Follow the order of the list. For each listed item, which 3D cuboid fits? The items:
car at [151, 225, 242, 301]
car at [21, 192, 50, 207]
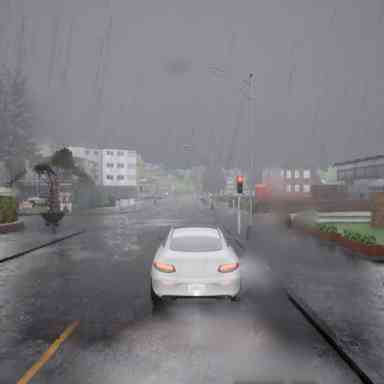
[{"bbox_3d":[0.082,1.526,8.170,1.812,1.442,4.674,0,0,0],"label":"car"},{"bbox_3d":[-19.838,0.986,42.815,1.905,1.878,3.866,0,0,35],"label":"car"}]
